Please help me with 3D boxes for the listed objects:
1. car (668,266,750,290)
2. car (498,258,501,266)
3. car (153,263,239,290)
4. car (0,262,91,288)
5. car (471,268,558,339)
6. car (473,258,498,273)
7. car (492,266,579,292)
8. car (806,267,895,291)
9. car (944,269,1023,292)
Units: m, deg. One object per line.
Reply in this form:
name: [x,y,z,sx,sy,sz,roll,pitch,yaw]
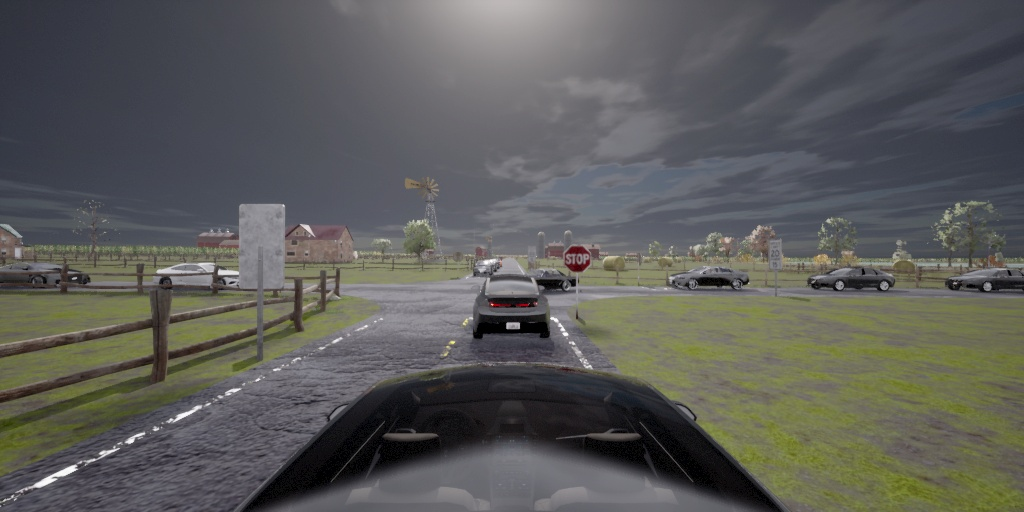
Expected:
car: [12.785,1.396,23.413,4.902,1.511,2.128,1,-1,-2]
car: [-2.878,1.241,46.262,2.128,1.511,4.902,0,0,0]
car: [-17.255,1.104,20.077,4.674,1.442,1.812,1,-1,-1]
car: [-26.374,1.048,19.950,4.181,1.385,1.994,1,-1,-1]
car: [-0.079,1.256,10.131,1.837,1.490,4.892,0,0,-2]
car: [-2.880,1.243,36.816,2.128,1.511,4.902,0,0,0]
car: [1.488,1.369,20.178,4.718,1.301,1.895,1,0,-35]
car: [22.187,1.499,23.589,4.892,1.490,1.837,1,-1,-1]
car: [31.689,1.587,23.716,4.892,1.490,1.837,1,-1,-1]
